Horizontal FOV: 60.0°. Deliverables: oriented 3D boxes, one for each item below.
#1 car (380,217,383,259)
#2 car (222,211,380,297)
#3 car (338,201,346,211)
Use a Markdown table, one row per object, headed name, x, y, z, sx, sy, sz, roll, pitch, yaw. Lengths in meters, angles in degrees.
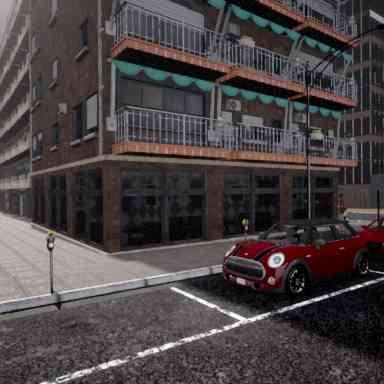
| name | x | y | z | sx | sy | sz | roll | pitch | yaw |
| --- | --- | --- | --- | --- | --- | --- | --- | --- | --- |
| car | 7.198 | 1.543 | 11.687 | 4.507 | 1.381 | 1.887 | 0 | -1 | -35 |
| car | 2.697 | 1.439 | 8.485 | 4.097 | 1.590 | 1.967 | 0 | -1 | -35 |
| car | 16.482 | 1.745 | 40.570 | 1.967 | 1.590 | 4.097 | -2 | 0 | -36 |
